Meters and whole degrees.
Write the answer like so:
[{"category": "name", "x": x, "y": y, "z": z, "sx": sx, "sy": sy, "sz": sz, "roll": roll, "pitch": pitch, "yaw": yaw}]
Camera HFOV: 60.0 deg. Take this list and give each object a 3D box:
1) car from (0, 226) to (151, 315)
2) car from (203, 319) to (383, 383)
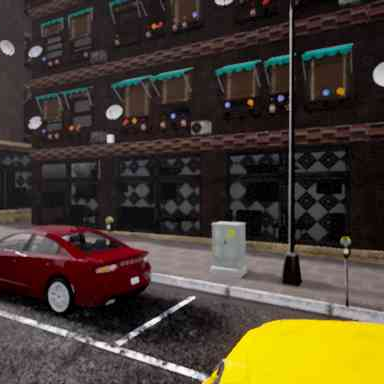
[{"category": "car", "x": -2.985, "y": 1.365, "z": 6.922, "sx": 4.507, "sy": 1.381, "sz": 1.887, "roll": 2, "pitch": 0, "yaw": 27}, {"category": "car", "x": 2.652, "y": 1.500, "z": 2.023, "sx": 5.366, "sy": 1.575, "sz": 1.801, "roll": 2, "pitch": 1, "yaw": 27}]
